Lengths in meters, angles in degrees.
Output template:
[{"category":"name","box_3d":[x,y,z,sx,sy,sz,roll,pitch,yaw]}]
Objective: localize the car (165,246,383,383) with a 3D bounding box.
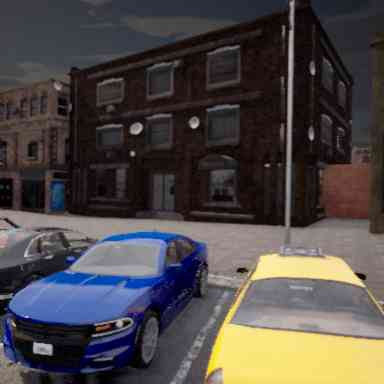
[{"category":"car","box_3d":[1.483,1.494,4.567,1.946,1.575,5.366,-1,-1,15]}]

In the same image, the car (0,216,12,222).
[{"category":"car","box_3d":[-5.984,1.454,9.566,2.185,1.767,4.553,-1,-1,14]}]

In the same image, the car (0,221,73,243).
[{"category":"car","box_3d":[-3.497,1.552,7.851,2.231,1.521,4.892,-1,-1,15]}]

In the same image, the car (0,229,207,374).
[{"category":"car","box_3d":[-1.014,1.522,6.135,2.097,1.535,5.008,0,-1,15]}]
